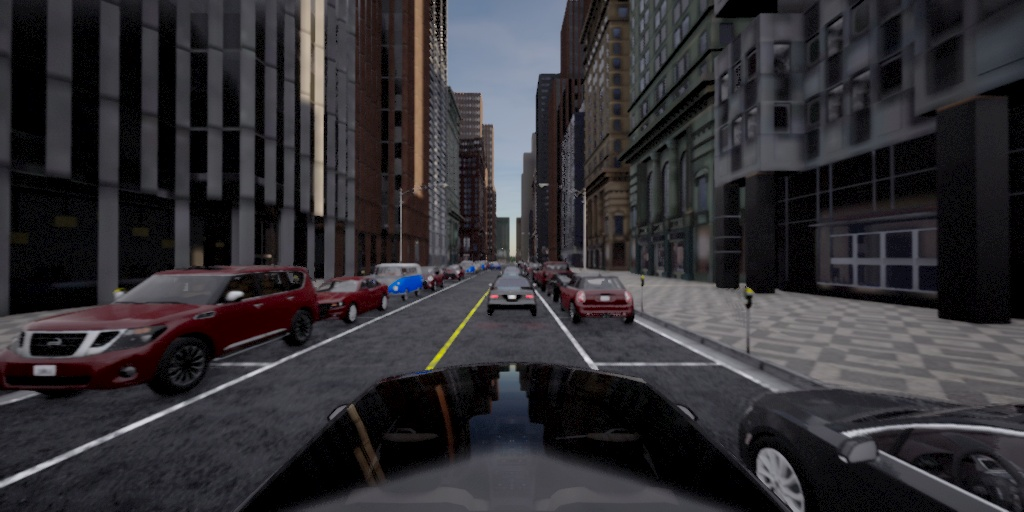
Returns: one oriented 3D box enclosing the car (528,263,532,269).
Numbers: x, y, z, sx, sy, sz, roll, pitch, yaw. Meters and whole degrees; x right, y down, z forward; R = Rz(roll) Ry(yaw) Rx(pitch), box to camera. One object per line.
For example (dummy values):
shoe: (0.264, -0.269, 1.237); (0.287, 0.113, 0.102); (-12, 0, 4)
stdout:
car: (2.775, 1.663, 35.118); (1.948, 1.339, 4.313); (0, 0, 0)

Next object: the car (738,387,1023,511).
car: (2.762, 1.296, 1.302); (2.007, 1.370, 4.403); (0, 0, 0)

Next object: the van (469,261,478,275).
van: (-5.746, 1.555, 46.385); (1.690, 1.789, 3.998); (0, 0, 0)

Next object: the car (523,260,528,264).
car: (2.779, 1.654, 46.389); (1.967, 1.591, 4.097); (0, 0, 0)

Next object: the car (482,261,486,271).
car: (-5.741, 1.885, 57.657); (2.007, 1.370, 4.403); (0, 0, 0)

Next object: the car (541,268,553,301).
car: (2.769, 1.487, 18.210); (1.948, 1.339, 4.313); (0, 0, 0)

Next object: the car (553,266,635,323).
car: (2.767, 1.302, 12.573); (1.967, 1.591, 4.097); (0, 0, 0)

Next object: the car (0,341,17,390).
car: (-5.763, 1.312, 1.294); (1.948, 1.339, 4.313); (0, 0, 0)

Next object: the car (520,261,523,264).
car: (2.784, 1.900, 57.661); (1.948, 1.339, 4.313); (0, 0, 0)

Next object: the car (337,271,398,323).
car: (-5.758, 1.408, 12.567); (1.888, 1.381, 4.507); (0, 0, 0)

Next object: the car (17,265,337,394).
car: (-5.761, 1.119, 6.930); (2.192, 1.841, 5.009); (0, 0, 0)

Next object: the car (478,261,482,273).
car: (-5.744, 1.800, 51.852); (1.751, 1.417, 4.829); (0, 0, 0)

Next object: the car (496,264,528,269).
car: (0.018, 1.585, 29.386); (2.033, 1.411, 5.357); (0, -1, 0)

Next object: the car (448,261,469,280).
car: (-5.750, 1.537, 35.113); (1.967, 1.591, 4.097); (0, 0, 0)

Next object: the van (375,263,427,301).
van: (-5.756, 1.262, 18.204); (1.690, 1.789, 3.998); (0, 0, 0)

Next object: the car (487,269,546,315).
car: (0.013, 1.429, 14.357); (2.033, 1.411, 5.357); (0, -1, 0)

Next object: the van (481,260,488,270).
van: (-5.739, 1.736, 63.294); (1.690, 1.789, 3.998); (0, 0, 0)

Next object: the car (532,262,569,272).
car: (2.771, 1.294, 23.846); (2.192, 1.841, 5.009); (0, 0, 0)

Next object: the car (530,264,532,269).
car: (2.773, 1.583, 29.482); (1.888, 1.381, 4.507); (0, 0, 0)

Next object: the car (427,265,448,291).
car: (-5.754, 1.420, 23.840); (1.967, 1.591, 4.097); (0, 0, 0)
